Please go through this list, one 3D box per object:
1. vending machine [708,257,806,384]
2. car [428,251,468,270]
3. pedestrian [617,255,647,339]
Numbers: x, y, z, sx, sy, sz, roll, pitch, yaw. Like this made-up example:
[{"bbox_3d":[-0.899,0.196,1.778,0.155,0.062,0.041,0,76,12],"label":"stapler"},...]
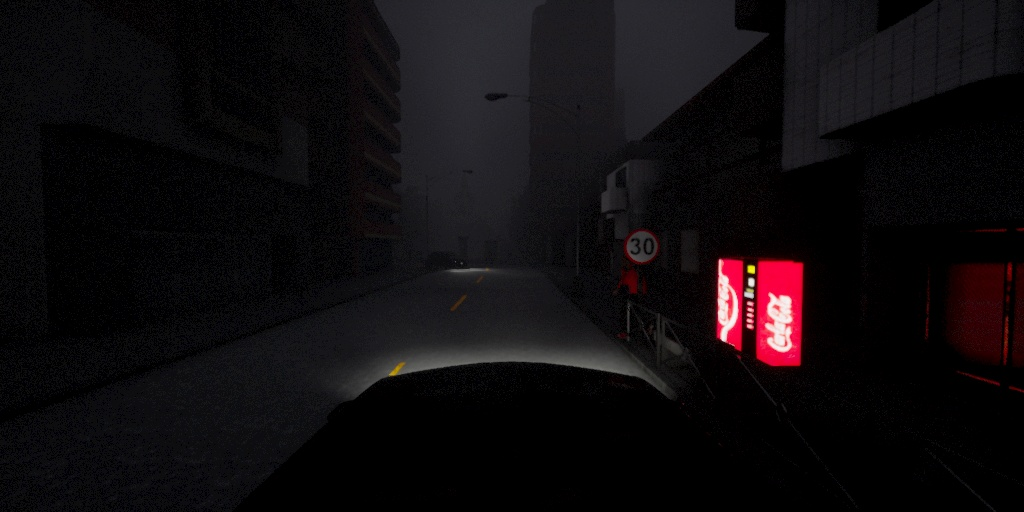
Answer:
[{"bbox_3d":[4.300,1.019,6.338,1.100,2.100,0.880,0,0,0],"label":"vending machine"},{"bbox_3d":[-5.659,0.326,31.166,1.837,1.490,4.892,0,1,-40],"label":"car"},{"bbox_3d":[2.462,0.760,7.380,0.375,1.860,0.375,0,2,0],"label":"pedestrian"}]
